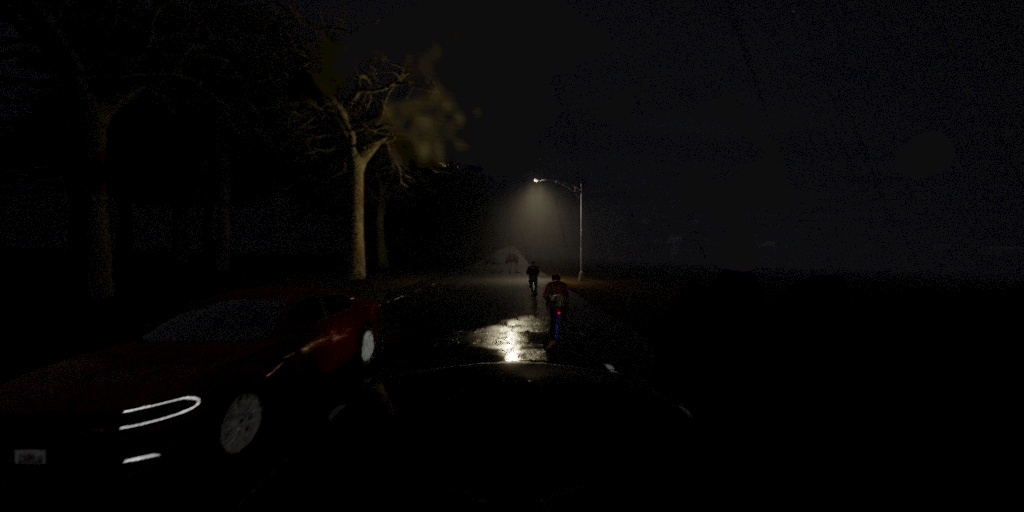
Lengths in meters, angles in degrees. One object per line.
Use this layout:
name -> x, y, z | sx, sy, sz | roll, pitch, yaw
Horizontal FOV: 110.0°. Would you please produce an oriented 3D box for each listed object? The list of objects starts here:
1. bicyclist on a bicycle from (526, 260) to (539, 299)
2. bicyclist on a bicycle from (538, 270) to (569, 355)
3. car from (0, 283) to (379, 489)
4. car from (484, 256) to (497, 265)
bicyclist on a bicycle -> 0.966, 1.067, 16.537 | 0.659, 1.776, 1.843 | 0, 1, 0
bicyclist on a bicycle -> 0.964, 1.190, 7.692 | 0.582, 1.620, 1.656 | 0, 0, 0
car -> -3.600, 1.221, 5.174 | 1.882, 1.535, 5.008 | 0, 0, 0
car -> -3.512, 0.735, 58.961 | 2.033, 1.411, 5.357 | 0, 1, 1
